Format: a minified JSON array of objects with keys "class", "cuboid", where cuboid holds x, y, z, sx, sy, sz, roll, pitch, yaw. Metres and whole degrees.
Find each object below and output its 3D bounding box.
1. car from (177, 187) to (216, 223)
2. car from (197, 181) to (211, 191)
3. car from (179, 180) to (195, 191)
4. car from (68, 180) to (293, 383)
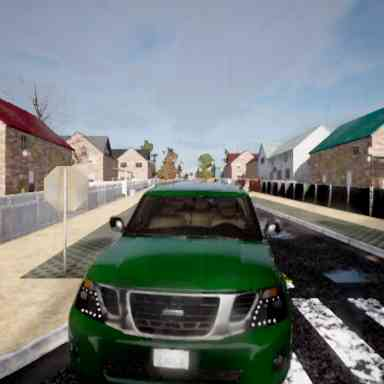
[{"class":"car","cuboid":[0.139,0.558,18.074,1.837,1.490,4.892,0,3,-2]},{"class":"car","cuboid":[1.797,-1.016,51.810,1.812,1.442,4.674,0,3,-2]},{"class":"car","cuboid":[-0.774,-0.973,46.705,2.033,1.411,5.357,0,3,-2]},{"class":"car","cuboid":[0.092,0.883,5.469,2.150,2.045,5.566,1,3,5]}]
